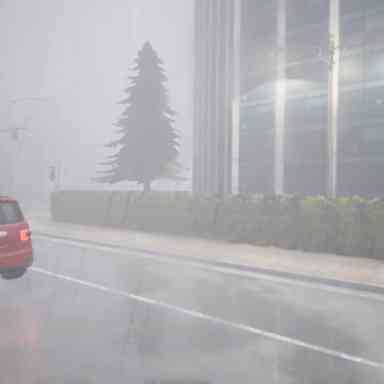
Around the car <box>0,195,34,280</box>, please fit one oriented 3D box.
[{"bbox_3d":[-6.128,1.064,8.310,5.566,2.045,2.150,1,1,38],"label":"car"}]
